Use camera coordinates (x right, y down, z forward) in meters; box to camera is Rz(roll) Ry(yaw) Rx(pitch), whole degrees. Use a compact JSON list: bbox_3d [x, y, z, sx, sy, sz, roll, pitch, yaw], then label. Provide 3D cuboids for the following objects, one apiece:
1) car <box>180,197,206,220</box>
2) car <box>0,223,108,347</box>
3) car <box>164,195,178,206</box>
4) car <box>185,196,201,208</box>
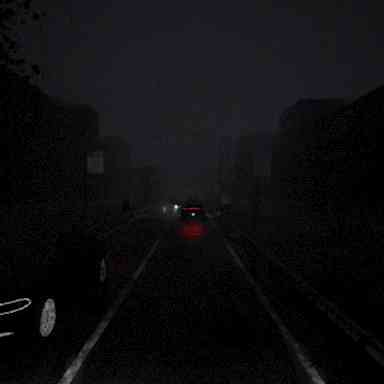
[{"bbox_3d":[0.092,1.403,27.073,1.837,1.490,4.892,0,0,0],"label":"car"},{"bbox_3d":[-3.102,1.475,6.652,1.882,1.535,5.008,0,0,0],"label":"car"},{"bbox_3d":[-3.091,1.149,49.019,1.882,1.535,5.008,0,0,0],"label":"car"},{"bbox_3d":[0.087,1.302,43.070,1.994,1.385,4.181,0,1,0],"label":"car"}]
